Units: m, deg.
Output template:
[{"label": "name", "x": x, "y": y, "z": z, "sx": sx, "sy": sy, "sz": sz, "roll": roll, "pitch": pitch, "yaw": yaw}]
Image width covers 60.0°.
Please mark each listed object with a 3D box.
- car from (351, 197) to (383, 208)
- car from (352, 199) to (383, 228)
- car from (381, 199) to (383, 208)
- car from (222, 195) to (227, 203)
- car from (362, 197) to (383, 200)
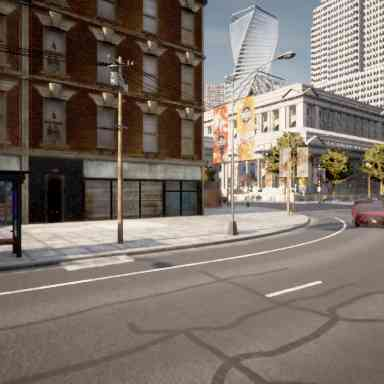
[{"label": "car", "x": 26.433, "y": 1.520, "z": 50.039, "sx": 2.002, "sy": 1.452, "sz": 4.674, "roll": 0, "pitch": 0, "yaw": -16}, {"label": "car", "x": 11.789, "y": 1.477, "z": 22.100, "sx": 1.882, "sy": 1.535, "sz": 5.008, "roll": 0, "pitch": 0, "yaw": 22}, {"label": "car", "x": 27.744, "y": 1.595, "z": 44.460, "sx": 1.895, "sy": 1.301, "sz": 4.718, "roll": 0, "pitch": 0, "yaw": -6}, {"label": "car", "x": 5.002, "y": 1.218, "z": 69.143, "sx": 2.150, "sy": 2.045, "sz": 5.566, "roll": 0, "pitch": 0, "yaw": -35}, {"label": "car", "x": 21.669, "y": 1.547, "z": 37.885, "sx": 2.033, "sy": 1.411, "sz": 5.357, "roll": 0, "pitch": 0, "yaw": -3}]
